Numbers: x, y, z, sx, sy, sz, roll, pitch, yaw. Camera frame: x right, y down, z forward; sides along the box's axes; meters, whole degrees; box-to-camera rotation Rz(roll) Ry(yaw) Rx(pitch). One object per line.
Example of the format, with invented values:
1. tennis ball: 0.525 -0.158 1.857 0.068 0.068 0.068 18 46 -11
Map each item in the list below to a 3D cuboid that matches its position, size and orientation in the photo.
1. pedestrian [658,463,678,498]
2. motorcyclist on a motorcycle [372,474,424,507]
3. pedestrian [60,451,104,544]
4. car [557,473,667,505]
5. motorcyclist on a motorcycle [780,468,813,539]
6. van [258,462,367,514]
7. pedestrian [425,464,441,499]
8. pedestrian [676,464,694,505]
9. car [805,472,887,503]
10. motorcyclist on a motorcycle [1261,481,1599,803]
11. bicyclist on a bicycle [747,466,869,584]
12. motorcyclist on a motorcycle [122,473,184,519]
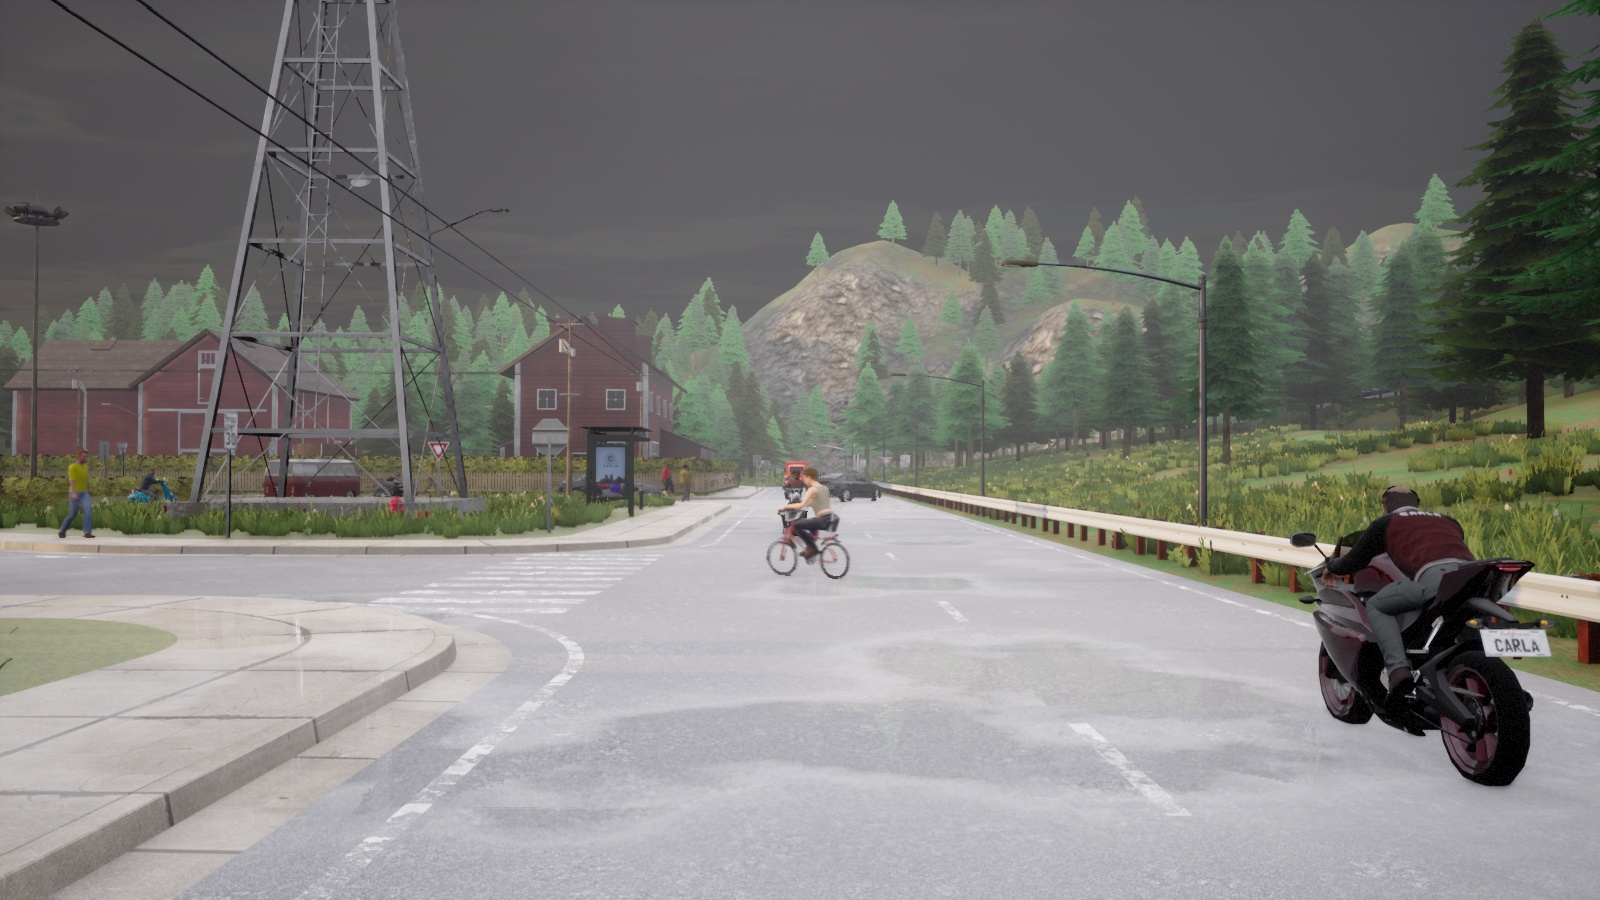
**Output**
1. pedestrian: -7.024 1.616 66.720 0.899 1.844 0.634 0 -1 12
2. motorcyclist on a motorcycle: -19.004 1.921 59.409 2.191 1.530 0.866 0 -1 0
3. pedestrian: -14.411 0.950 25.207 0.706 1.836 0.354 0 -1 14
4. car: -8.867 1.851 59.435 4.892 1.490 1.837 0 -1 1
5. motorcyclist on a motorcycle: -0.075 1.279 30.673 0.766 1.649 2.350 0 -1 0
6. van: -19.596 1.496 50.716 1.775 1.987 4.442 -1 -1 16
7. pedestrian: -19.577 1.670 66.936 0.709 1.840 0.431 0 -1 -1
8. pedestrian: -5.244 1.583 57.417 0.709 1.840 0.431 1 -1 -43
9. car: 2.397 1.887 64.266 1.837 1.490 4.892 0 -1 35
10. motorcyclist on a motorcycle: 3.482 0.956 7.181 0.866 1.530 2.191 0 -1 0
11. bicyclist on a bicycle: 0.106 1.057 18.280 1.509 1.612 0.866 -1 1 38
12. motorcyclist on a motorcycle: -23.024 1.609 44.696 1.817 1.590 0.866 0 -1 -36
